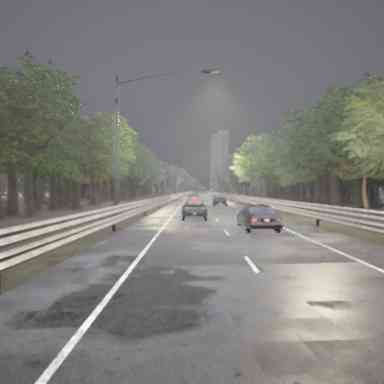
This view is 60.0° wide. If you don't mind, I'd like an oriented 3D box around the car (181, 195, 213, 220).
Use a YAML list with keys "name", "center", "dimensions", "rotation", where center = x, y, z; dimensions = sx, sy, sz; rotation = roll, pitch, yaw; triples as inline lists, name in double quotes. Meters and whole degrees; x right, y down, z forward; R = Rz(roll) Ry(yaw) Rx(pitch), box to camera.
- name: "car"
  center: [0.188, 1.273, 25.405]
  dimensions: [2.128, 1.511, 4.902]
  rotation: [0, 1, 0]

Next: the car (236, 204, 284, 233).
- name: "car"
  center: [3.659, 1.397, 18.702]
  dimensions: [2.033, 1.411, 5.357]
  rotation: [0, 1, 0]

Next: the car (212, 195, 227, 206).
- name: "car"
  center: [3.766, 1.135, 46.306]
  dimensions: [1.837, 1.490, 4.892]
  rotation: [0, 1, 0]

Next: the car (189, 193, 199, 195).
- name: "car"
  center: [0.268, 0.965, 46.463]
  dimensions: [2.097, 1.767, 4.553]
  rotation: [0, 0, 0]
